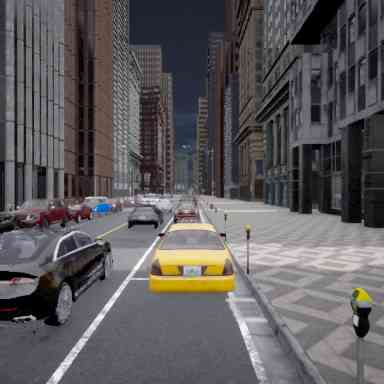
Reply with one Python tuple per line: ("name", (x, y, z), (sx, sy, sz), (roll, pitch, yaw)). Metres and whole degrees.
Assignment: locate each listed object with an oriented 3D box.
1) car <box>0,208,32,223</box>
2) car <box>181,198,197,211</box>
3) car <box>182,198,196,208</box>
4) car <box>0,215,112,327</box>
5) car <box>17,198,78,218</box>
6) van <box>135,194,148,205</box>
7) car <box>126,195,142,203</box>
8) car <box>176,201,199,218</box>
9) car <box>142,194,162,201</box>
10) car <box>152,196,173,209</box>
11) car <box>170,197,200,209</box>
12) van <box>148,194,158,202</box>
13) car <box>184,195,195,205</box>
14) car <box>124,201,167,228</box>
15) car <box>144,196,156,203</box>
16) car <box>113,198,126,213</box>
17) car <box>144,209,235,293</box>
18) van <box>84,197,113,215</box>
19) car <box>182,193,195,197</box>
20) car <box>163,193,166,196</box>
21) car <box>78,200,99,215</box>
("car", (-8.910, 1.565, 14.070), (1.947, 1.339, 4.313), (0, 0, 0))
("car", (-0.385, 1.543, 42.262), (1.887, 1.381, 4.507), (0, 0, 0))
("car", (-0.385, 1.564, 47.899), (1.947, 1.339, 4.313), (0, 0, 0))
("car", (-3.046, 1.492, 7.005), (2.128, 1.511, 4.902), (0, 0, 0))
("car", (-8.911, 1.314, 19.706), (2.192, 1.841, 5.009), (0, 0, 0))
("van", (-8.911, 1.340, 59.163), (1.690, 1.788, 3.998), (0, 0, 0))
("car", (-8.910, 1.439, 47.890), (1.967, 1.590, 4.097), (0, 0, 0))
("car", (-0.385, 1.565, 30.989), (1.947, 1.339, 4.313), (0, 0, 0))
("car", (-6.145, 1.316, 49.107), (2.150, 2.045, 5.566), (0, 0, 0))
("car", (-3.145, 1.524, 38.036), (1.812, 1.442, 4.674), (0, 0, 0))
("car", (-0.385, 1.439, 25.353), (1.967, 1.590, 4.097), (0, 0, 0))
("van", (-8.911, 1.345, 76.073), (1.690, 1.788, 3.998), (0, 0, 0))
("car", (-0.385, 1.439, 59.170), (1.967, 1.590, 4.097), (0, 0, 0))
("car", (-3.044, 1.563, 22.457), (1.994, 1.385, 4.181), (0, 0, 0))
("car", (-8.910, 1.552, 70.436), (2.008, 1.369, 4.403), (0, 0, 0))
("car", (-8.910, 1.439, 36.617), (1.967, 1.590, 4.097), (0, 0, 0))
("car", (0.005, 1.456, 8.840), (1.801, 1.575, 5.366), (0, 0, 0))
("van", (-8.911, 1.340, 30.980), (1.690, 1.788, 3.998), (0, 0, 0))
("car", (-0.386, 1.314, 36.626), (2.192, 1.841, 5.009), (0, 0, 0))
("car", (-8.911, 1.324, 87.347), (2.192, 1.841, 5.009), (0, 0, 0))
("car", (-8.910, 1.544, 25.343), (1.887, 1.381, 4.507), (0, 0, 0))
